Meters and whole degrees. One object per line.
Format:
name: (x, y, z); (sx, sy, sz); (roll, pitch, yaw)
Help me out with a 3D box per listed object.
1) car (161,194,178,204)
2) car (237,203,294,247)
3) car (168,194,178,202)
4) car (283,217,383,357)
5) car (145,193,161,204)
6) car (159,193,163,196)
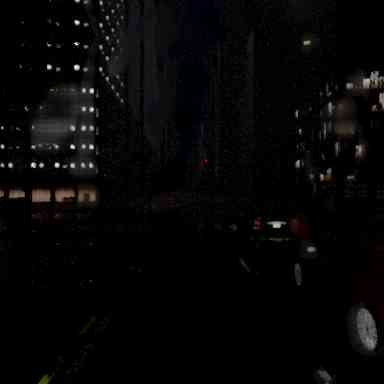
car: (-4.016, 1.435, 60.352); (1.882, 1.535, 5.008); (0, 0, 0)
car: (3.345, 1.349, 15.228); (2.097, 1.767, 4.553); (0, 0, 0)
car: (-4.244, 1.292, 75.433); (2.097, 1.767, 4.553); (0, 0, -1)
car: (3.350, 1.477, 6.047); (1.882, 1.535, 5.008); (0, 0, 0)
car: (-7.266, 1.460, 60.276); (1.837, 1.490, 4.892); (0, 0, 0)
car: (-7.497, 1.161, 75.604); (2.150, 2.045, 5.566); (0, 0, -1)
